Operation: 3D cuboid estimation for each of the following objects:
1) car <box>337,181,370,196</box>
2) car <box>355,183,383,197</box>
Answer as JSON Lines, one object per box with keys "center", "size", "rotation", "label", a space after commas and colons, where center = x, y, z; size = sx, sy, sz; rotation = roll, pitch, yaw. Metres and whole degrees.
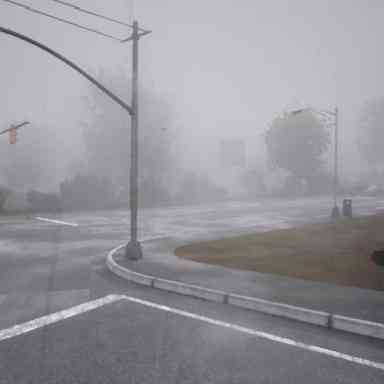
{"center": [23.459, -0.560, 47.926], "size": [5.566, 2.045, 2.150], "rotation": [-3, 2, -25], "label": "car"}
{"center": [24.681, -0.185, 44.634], "size": [4.674, 1.442, 1.812], "rotation": [-3, 2, -25], "label": "car"}
